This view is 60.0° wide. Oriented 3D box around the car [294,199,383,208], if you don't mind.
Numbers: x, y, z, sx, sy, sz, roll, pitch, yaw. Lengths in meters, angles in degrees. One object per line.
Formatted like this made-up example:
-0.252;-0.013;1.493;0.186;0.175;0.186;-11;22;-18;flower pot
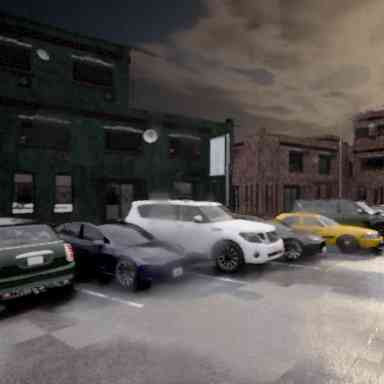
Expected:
7.517;1.384;16.308;5.566;2.045;2.435;-1;-2;35;car

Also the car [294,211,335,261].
2.608;1.604;12.827;4.792;1.488;2.163;-1;-2;35;car

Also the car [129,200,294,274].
0.154;1.294;11.105;5.566;2.045;2.435;-1;-1;35;car

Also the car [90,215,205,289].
-2.299;1.547;9.373;4.792;1.488;2.163;-1;-1;35;car

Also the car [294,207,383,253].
5.192;1.599;14.469;5.366;1.575;1.946;-1;-1;35;car

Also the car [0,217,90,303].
-4.758;1.364;7.633;4.553;1.767;2.185;-1;-1;35;car
